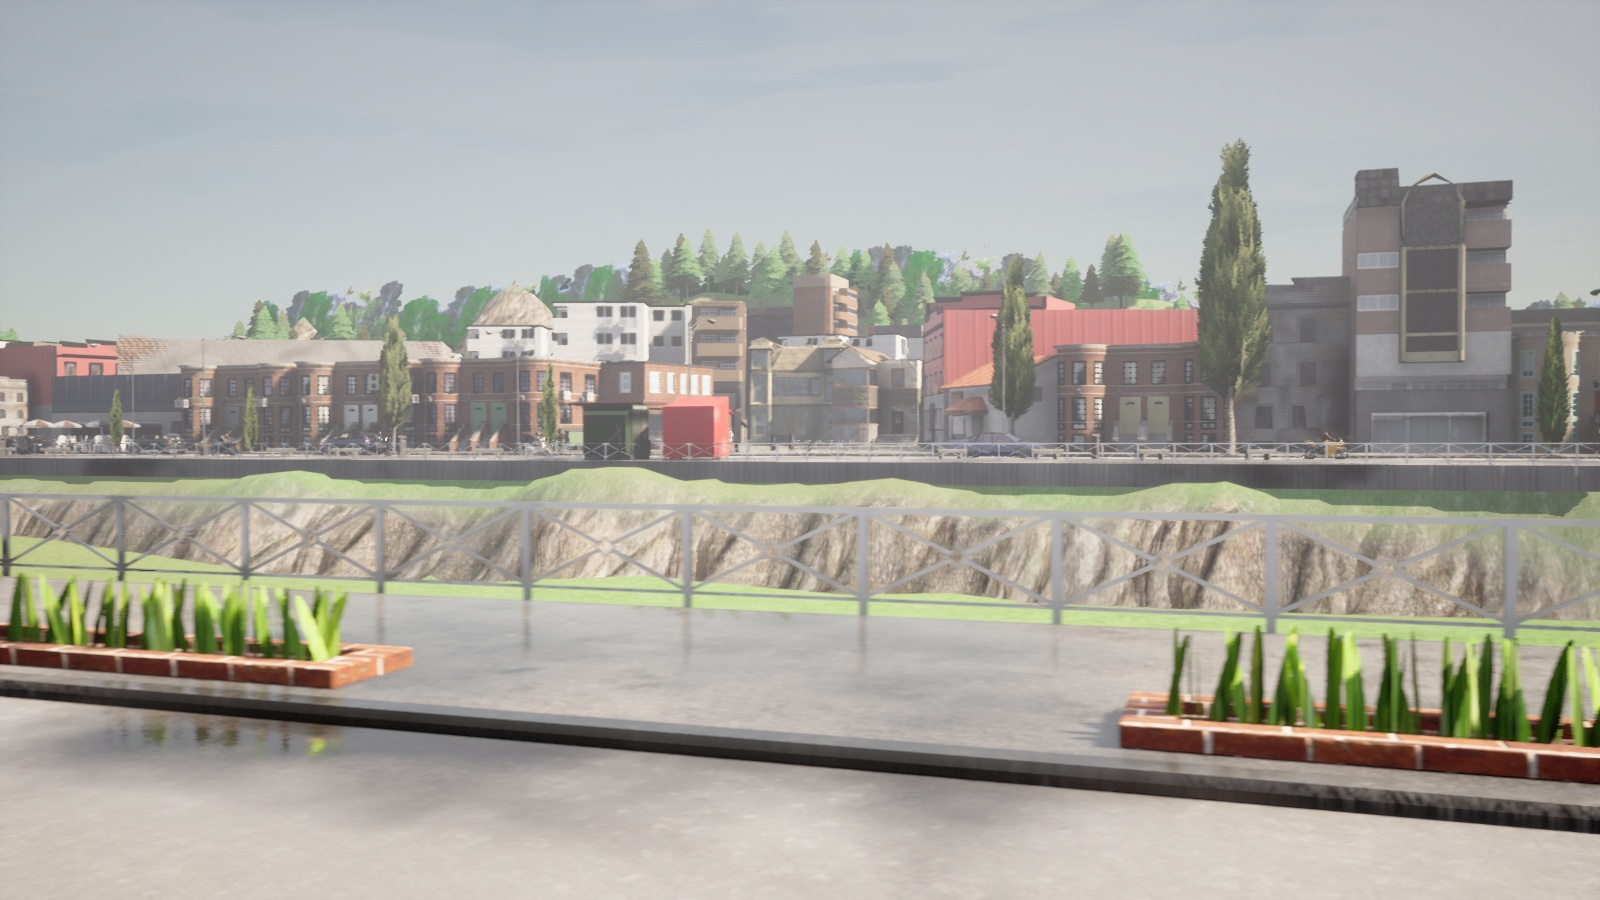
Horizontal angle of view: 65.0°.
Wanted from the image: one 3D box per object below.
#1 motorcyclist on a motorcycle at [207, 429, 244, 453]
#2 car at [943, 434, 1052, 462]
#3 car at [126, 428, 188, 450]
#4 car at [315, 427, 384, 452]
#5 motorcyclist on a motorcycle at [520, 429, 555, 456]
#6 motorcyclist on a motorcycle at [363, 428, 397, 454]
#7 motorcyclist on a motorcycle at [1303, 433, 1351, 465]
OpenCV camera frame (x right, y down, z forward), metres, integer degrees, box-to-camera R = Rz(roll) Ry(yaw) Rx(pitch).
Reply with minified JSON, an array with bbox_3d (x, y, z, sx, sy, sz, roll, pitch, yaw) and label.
[{"bbox_3d":[-37.215,-0.581,81.330,2.191,1.530,0.866,1,1,19],"label":"motorcyclist on a motorcycle"},{"bbox_3d":[10.293,-0.134,65.362,5.357,1.411,2.033,1,1,19],"label":"car"},{"bbox_3d":[-45.196,-0.778,88.230,3.705,1.549,1.789,1,1,19],"label":"car"},{"bbox_3d":[-29.809,-0.717,83.057,3.988,1.617,1.851,1,1,19],"label":"car"},{"bbox_3d":[-15.466,-0.464,74.019,1.817,1.590,0.866,1,1,19],"label":"motorcyclist on a motorcycle"},{"bbox_3d":[-25.936,-0.559,77.538,1.817,1.590,0.866,1,1,19],"label":"motorcyclist on a motorcycle"},{"bbox_3d":[25.310,-0.062,60.314,2.044,1.523,0.797,1,1,19],"label":"motorcyclist on a motorcycle"}]
